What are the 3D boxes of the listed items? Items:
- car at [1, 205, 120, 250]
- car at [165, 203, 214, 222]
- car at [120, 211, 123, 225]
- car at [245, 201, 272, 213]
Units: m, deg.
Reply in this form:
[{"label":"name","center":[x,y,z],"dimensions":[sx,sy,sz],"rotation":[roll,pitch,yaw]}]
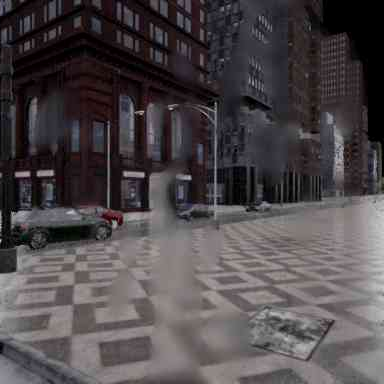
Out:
[{"label":"car","center":[-5.865,1.421,14.999],"dimensions":[2.097,1.767,4.553],"rotation":[0,0,38]},{"label":"car","center":[0.014,1.666,28.369],"dimensions":[2.033,1.411,5.357],"rotation":[0,0,35]},{"label":"car","center":[-6.307,1.546,19.479],"dimensions":[1.882,1.535,5.008],"rotation":[0,0,36]},{"label":"car","center":[7.991,1.744,39.569],"dimensions":[1.994,1.385,4.181],"rotation":[0,0,35]}]
